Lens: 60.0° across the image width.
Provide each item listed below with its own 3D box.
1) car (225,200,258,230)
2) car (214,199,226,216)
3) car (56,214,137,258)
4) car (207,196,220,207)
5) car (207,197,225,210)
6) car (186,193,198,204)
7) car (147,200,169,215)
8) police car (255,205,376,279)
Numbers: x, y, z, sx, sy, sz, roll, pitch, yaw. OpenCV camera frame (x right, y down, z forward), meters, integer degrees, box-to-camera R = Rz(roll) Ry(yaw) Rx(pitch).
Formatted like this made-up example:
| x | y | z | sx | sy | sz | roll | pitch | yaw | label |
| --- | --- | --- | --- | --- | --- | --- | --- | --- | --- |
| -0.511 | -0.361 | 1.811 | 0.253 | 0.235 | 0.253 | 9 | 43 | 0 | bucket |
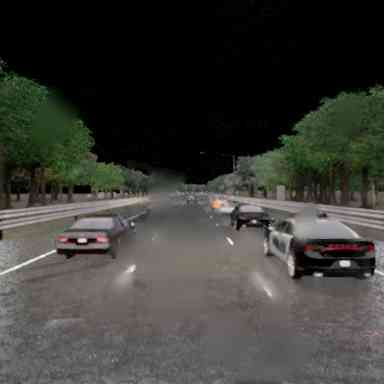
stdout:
| x | y | z | sx | sy | sz | roll | pitch | yaw | label |
| --- | --- | --- | --- | --- | --- | --- | --- | --- | --- |
| 3.490 | 1.489 | 21.077 | 1.882 | 1.535 | 5.008 | 0 | 0 | 0 | car |
| 3.484 | 1.616 | 32.107 | 1.895 | 1.301 | 4.718 | 0 | 0 | 0 | car |
| -3.406 | 1.556 | 12.830 | 2.033 | 1.411 | 5.357 | 0 | 0 | 0 | car |
| 3.473 | 1.500 | 54.077 | 1.882 | 1.535 | 5.008 | 0 | 0 | 0 | car |
| 3.479 | 1.371 | 43.047 | 2.097 | 1.767 | 4.553 | 0 | 0 | 0 | car |
| -0.029 | 1.531 | 63.213 | 1.837 | 1.490 | 4.892 | 0 | 0 | 0 | car |
| -3.417 | 1.509 | 33.613 | 2.128 | 1.511 | 4.902 | 0 | 0 | 0 | car |
| 3.496 | 1.431 | 10.187 | 1.930 | 1.638 | 5.238 | 0 | 0 | 0 | police car |
